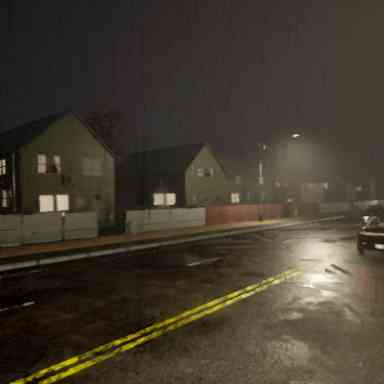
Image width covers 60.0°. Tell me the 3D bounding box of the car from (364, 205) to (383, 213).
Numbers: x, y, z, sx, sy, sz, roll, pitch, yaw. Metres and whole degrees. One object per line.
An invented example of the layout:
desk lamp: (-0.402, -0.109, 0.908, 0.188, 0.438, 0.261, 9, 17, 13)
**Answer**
car: (23.504, 2.352, 42.348, 2.033, 1.411, 5.357, -2, -2, 40)

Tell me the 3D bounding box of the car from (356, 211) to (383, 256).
car: (8.242, 1.760, 13.710, 2.128, 1.511, 4.902, -2, -2, 40)
